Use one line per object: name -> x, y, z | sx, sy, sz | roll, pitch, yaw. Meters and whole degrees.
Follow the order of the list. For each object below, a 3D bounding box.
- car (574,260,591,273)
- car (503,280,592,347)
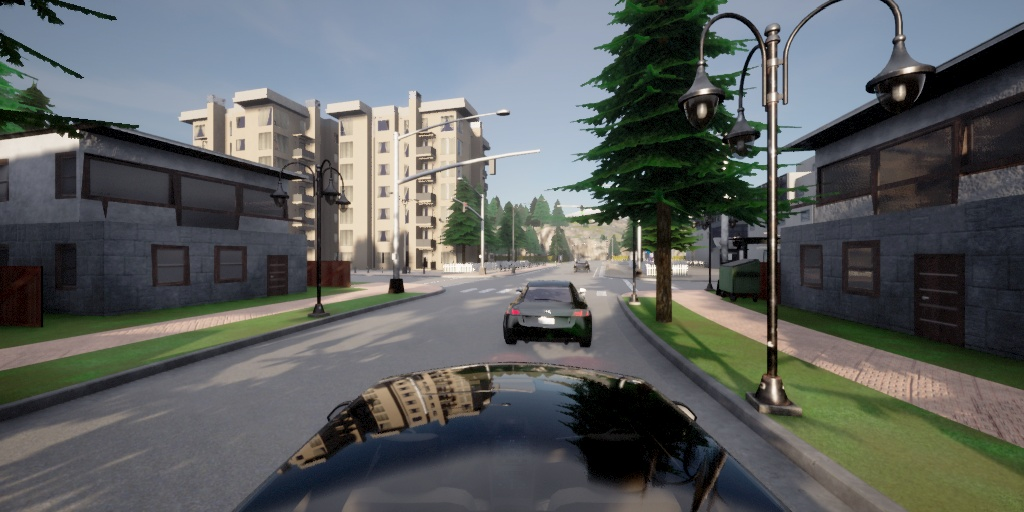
car -> 8.793, 1.276, 44.941 | 2.128, 1.511, 4.902 | 0, 0, 14
car -> 1.007, 1.314, 9.410 | 1.994, 1.385, 4.181 | 0, 0, 8
